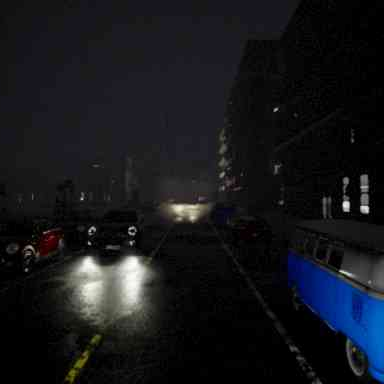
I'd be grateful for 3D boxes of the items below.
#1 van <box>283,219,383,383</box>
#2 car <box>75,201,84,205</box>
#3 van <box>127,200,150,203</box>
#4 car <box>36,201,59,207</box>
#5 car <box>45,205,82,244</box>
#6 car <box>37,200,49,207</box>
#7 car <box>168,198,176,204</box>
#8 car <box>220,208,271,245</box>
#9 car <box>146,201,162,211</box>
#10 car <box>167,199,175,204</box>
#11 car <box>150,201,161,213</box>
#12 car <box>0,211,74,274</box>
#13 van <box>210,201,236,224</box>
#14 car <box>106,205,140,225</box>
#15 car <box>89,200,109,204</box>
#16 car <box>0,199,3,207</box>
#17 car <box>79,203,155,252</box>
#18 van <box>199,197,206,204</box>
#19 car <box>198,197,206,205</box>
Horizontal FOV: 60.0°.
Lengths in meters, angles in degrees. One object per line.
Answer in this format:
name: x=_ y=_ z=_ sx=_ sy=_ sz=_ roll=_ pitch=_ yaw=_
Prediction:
van: x=2.702 y=1.405 z=5.212 sx=1.690 sy=1.788 sz=3.998 roll=1 pitch=-1 yaw=0
car: x=-25.209 y=2.520 z=70.725 sx=4.313 sy=1.339 sz=1.947 roll=0 pitch=-1 yaw=1
van: x=-5.648 y=1.725 z=33.408 sx=1.690 sy=1.788 sz=3.998 roll=1 pitch=-1 yaw=0
car: x=-30.688 y=2.562 z=70.799 sx=4.206 sy=1.307 sz=1.802 roll=0 pitch=-1 yaw=1
car: x=-5.648 y=1.634 z=16.471 sx=1.967 sy=1.590 sz=4.097 roll=1 pitch=-1 yaw=0
car: x=-26.385 y=2.182 z=62.107 sx=4.097 sy=1.590 sz=1.967 roll=0 pitch=-1 yaw=1
car: x=-5.692 y=2.552 z=93.985 sx=1.887 sy=1.381 sz=4.507 roll=1 pitch=-1 yaw=0
car: x=2.699 y=1.739 z=16.503 sx=1.887 sy=1.381 sz=4.507 roll=1 pitch=-1 yaw=0
car: x=-5.653 y=2.111 z=50.342 sx=1.887 sy=1.381 sz=4.507 roll=1 pitch=-1 yaw=0
car: x=-5.692 y=2.534 z=88.404 sx=1.802 sy=1.307 sz=4.206 roll=1 pitch=-1 yaw=0
car: x=-5.651 y=1.946 z=44.698 sx=1.967 sy=1.590 sz=4.097 roll=1 pitch=-1 yaw=0
car: x=-5.653 y=1.569 z=10.825 sx=1.967 sy=1.590 sz=4.097 roll=1 pitch=-1 yaw=0
van: x=2.700 y=1.663 z=27.796 sx=1.690 sy=1.788 sz=3.998 roll=1 pitch=-1 yaw=0
car: x=-5.650 y=1.866 z=27.760 sx=1.887 sy=1.381 sz=4.507 roll=1 pitch=-1 yaw=0
car: x=-19.727 y=2.478 z=70.651 sx=4.403 sy=1.369 sz=2.008 roll=0 pitch=-1 yaw=1
car: x=-42.923 y=2.354 z=70.925 sx=5.009 sy=1.841 sz=2.192 roll=0 pitch=-1 yaw=1
car: x=-3.102 y=1.527 z=14.795 sx=2.097 sy=1.767 sz=4.553 roll=0 pitch=-1 yaw=0
van: x=2.692 y=2.294 z=88.442 sx=1.690 sy=1.788 sz=3.998 roll=1 pitch=-1 yaw=0
car: x=2.690 y=2.449 z=82.861 sx=2.008 sy=1.369 sz=4.403 roll=1 pitch=-1 yaw=0
